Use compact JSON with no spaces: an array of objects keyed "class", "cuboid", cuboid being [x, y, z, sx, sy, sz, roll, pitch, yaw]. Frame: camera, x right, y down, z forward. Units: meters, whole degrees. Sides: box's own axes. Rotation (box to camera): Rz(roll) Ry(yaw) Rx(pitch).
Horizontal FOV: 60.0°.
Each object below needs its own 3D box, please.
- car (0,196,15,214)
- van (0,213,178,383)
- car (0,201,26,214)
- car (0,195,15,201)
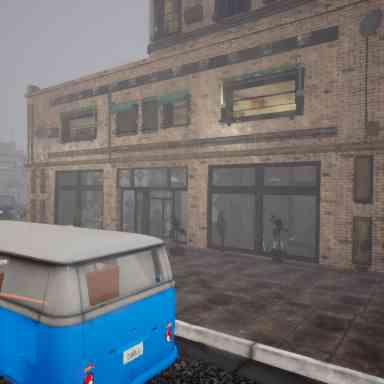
[{"class":"car","cuboid":[-22.017,1.411,35.530,2.192,1.841,5.009,0,0,36]},{"class":"van","cuboid":[-2.082,1.340,4.335,3.998,1.788,1.690,0,1,35]},{"class":"car","cuboid":[-15.256,1.793,30.583,1.947,1.339,4.313,0,0,36]},{"class":"car","cuboid":[-20.478,1.349,33.235,2.150,2.045,5.566,1,0,36]}]
